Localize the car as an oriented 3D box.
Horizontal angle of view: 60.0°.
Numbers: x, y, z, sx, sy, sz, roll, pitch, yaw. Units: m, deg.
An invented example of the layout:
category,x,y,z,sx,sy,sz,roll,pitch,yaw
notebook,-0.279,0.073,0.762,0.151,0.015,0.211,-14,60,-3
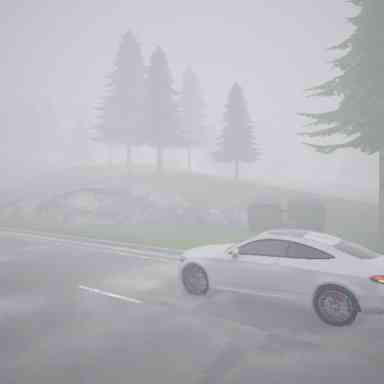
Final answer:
category,x,y,z,sx,sy,sz,roll,pitch,yaw
car,1.835,1.526,6.982,4.674,1.442,1.812,0,0,35
